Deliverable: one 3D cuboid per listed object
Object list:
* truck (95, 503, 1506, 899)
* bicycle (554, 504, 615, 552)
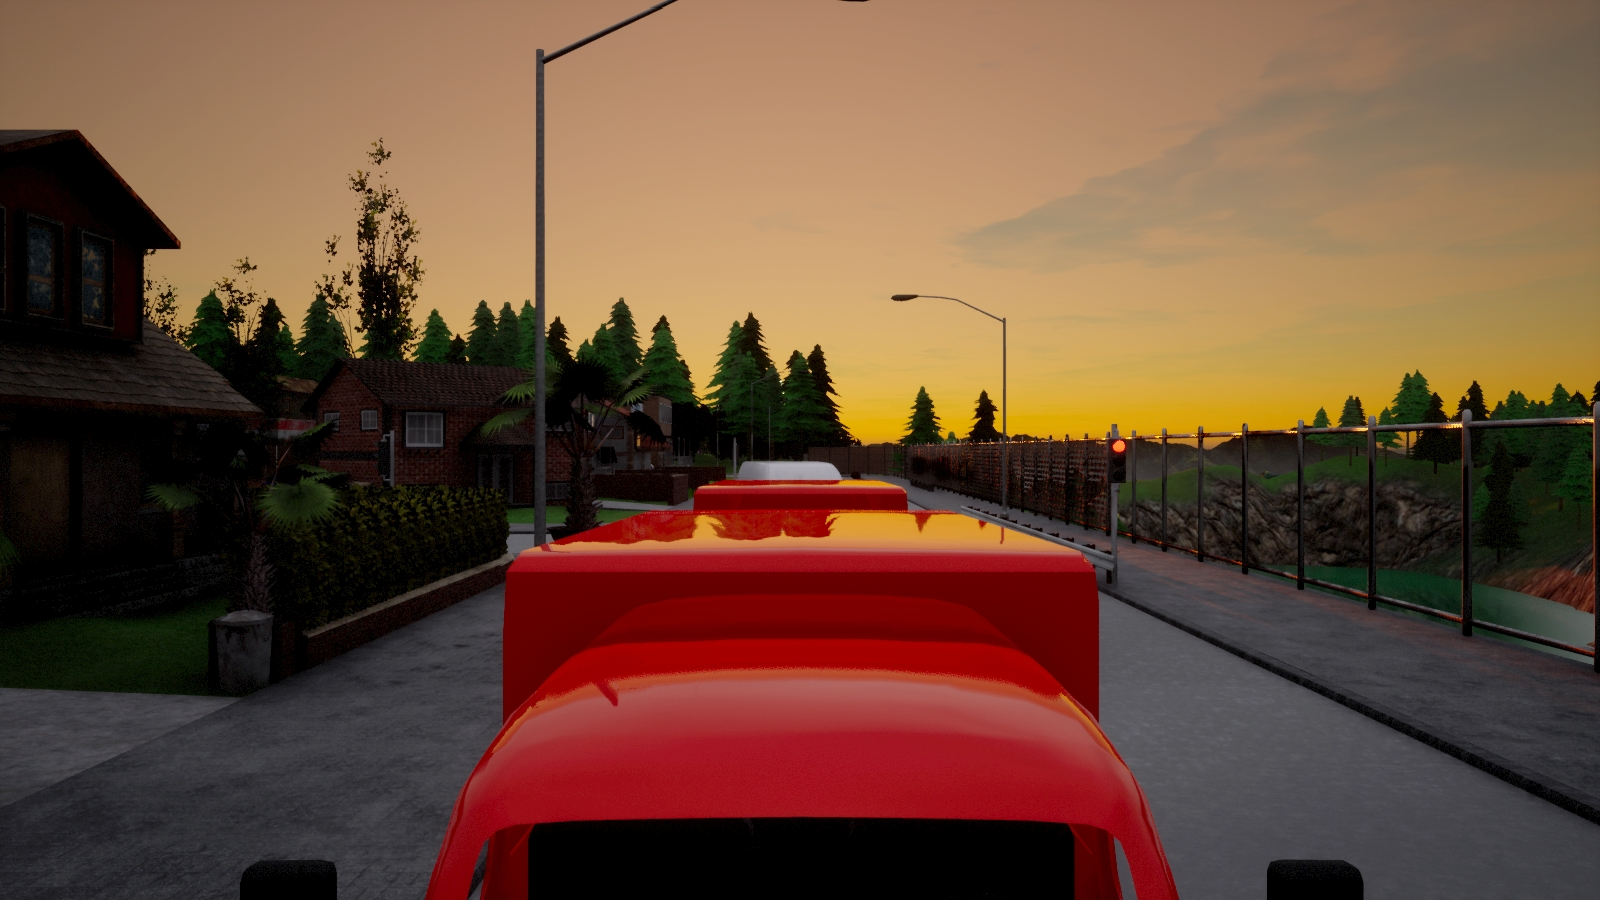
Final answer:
[{"bbox_3d":[-0.001,1.570,4.728,2.627,2.467,5.204,0,0,0],"label":"truck"},{"bbox_3d":[-6.027,2.170,32.019,1.487,1.276,0.859,0,0,8],"label":"bicycle"}]
